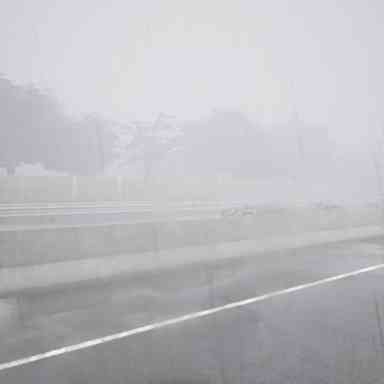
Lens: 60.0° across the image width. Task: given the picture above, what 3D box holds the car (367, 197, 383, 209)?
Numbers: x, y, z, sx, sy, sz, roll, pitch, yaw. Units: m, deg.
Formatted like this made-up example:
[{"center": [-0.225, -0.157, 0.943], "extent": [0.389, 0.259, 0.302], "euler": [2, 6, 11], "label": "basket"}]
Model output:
[{"center": [24.302, 1.434, 42.501], "extent": [5.008, 1.535, 1.882], "euler": [0, 0, -35], "label": "car"}]

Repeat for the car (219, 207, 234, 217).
[{"center": [4.614, 1.579, 28.713], "extent": [4.718, 1.301, 1.895], "euler": [0, 0, -35], "label": "car"}]

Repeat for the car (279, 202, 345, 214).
[{"center": [8.698, 1.470, 23.026], "extent": [4.902, 1.511, 2.128], "euler": [0, 0, -35], "label": "car"}]

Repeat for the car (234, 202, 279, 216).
[{"center": [5.753, 1.581, 25.233], "extent": [4.718, 1.301, 1.895], "euler": [0, 0, -35], "label": "car"}]
